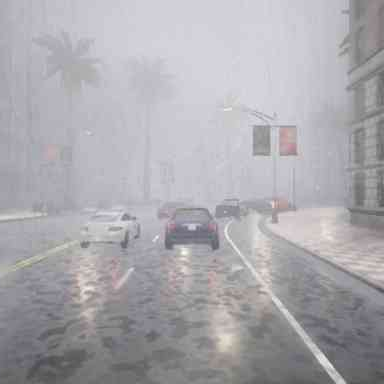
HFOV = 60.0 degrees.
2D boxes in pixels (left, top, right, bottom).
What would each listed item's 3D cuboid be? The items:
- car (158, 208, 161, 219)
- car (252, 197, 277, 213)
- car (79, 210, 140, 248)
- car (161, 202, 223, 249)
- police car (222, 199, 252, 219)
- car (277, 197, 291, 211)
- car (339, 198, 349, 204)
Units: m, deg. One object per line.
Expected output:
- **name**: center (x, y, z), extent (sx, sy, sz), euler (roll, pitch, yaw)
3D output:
- **car**: center (-1.397, 1.573, 28.890), extent (1.994, 1.385, 4.181), euler (0, 0, 18)
- **car**: center (7.427, 1.510, 36.984), extent (1.837, 1.490, 4.892), euler (0, 0, 33)
- **car**: center (-3.500, 1.533, 14.650), extent (1.812, 1.442, 4.674), euler (0, 0, 0)
- **car**: center (0.000, 1.366, 14.620), extent (2.097, 1.767, 4.553), euler (0, 0, 0)
- **police car**: center (3.594, 1.425, 29.394), extent (1.930, 1.638, 5.238), euler (0, 0, 20)
- **car**: center (10.475, 1.350, 41.081), extent (2.097, 1.767, 4.553), euler (0, 0, 41)
- **car**: center (30.080, 1.560, 62.468), extent (4.718, 1.301, 1.895), euler (0, 0, -3)
